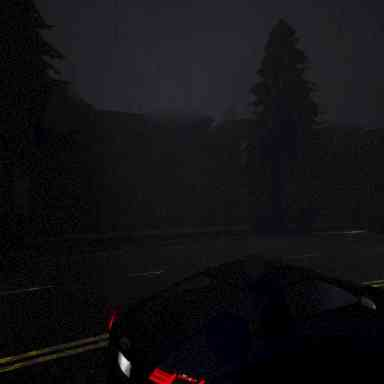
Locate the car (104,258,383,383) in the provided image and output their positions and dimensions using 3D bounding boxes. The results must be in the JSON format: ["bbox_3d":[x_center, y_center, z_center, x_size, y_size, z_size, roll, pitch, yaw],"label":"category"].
[{"bbox_3d":[1.101,1.562,4.088,4.181,1.385,1.994,0,0,-30],"label":"car"}]
